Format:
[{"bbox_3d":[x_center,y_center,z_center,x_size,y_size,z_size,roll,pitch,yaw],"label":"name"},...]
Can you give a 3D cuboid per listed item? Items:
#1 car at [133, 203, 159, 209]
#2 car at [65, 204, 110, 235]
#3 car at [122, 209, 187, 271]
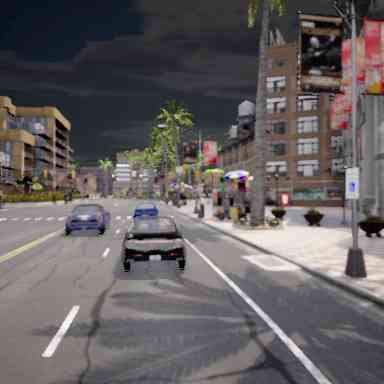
[{"bbox_3d":[-3.702,1.627,26.933,1.882,1.535,5.008,0,0,-9],"label":"car"},{"bbox_3d":[-6.175,1.484,20.166,2.097,1.767,4.553,0,0,-9],"label":"car"},{"bbox_3d":[-1.300,1.553,11.259,2.128,1.511,4.902,0,0,-8],"label":"car"}]
